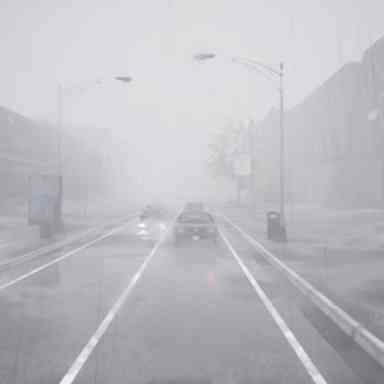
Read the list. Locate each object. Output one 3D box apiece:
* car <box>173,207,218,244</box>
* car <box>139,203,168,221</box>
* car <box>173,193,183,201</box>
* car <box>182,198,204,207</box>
[{"bbox_3d":[0.165,1.592,15.840,1.895,1.301,4.718,0,0,0],"label":"car"},{"bbox_3d":[-2.987,1.557,26.662,1.895,1.301,4.718,0,0,0],"label":"car"},{"bbox_3d":[-2.725,1.058,66.982,1.837,1.490,4.892,0,1,1],"label":"car"},{"bbox_3d":[0.244,1.388,34.180,1.882,1.535,5.008,0,0,0],"label":"car"}]
